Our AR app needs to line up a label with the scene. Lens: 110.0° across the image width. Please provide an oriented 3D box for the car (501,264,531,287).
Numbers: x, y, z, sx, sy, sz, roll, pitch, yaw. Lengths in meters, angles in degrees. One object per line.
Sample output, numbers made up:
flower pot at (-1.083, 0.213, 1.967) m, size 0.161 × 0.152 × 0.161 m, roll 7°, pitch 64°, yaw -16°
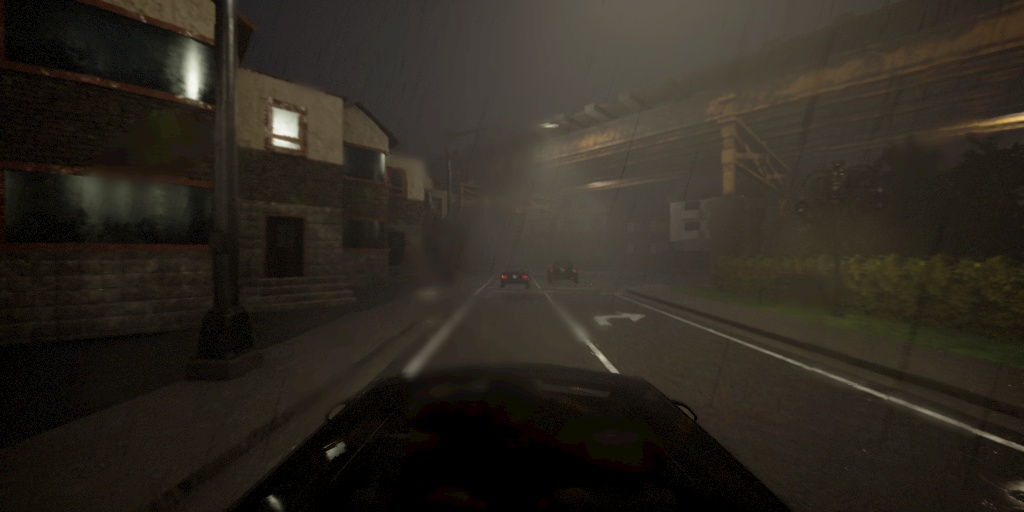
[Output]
car at (0.274, 1.257, 23.698) m, size 2.033 × 1.411 × 5.357 m, roll 0°, pitch 0°, yaw 3°

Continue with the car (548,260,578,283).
car at (3.840, 1.055, 27.478) m, size 2.097 × 1.767 × 4.553 m, roll 0°, pitch 0°, yaw 5°
